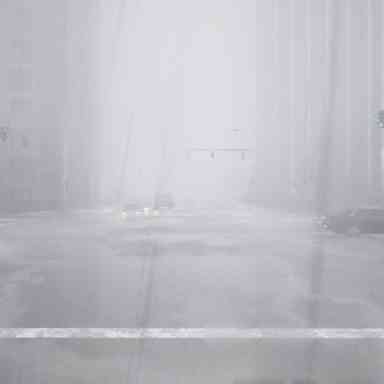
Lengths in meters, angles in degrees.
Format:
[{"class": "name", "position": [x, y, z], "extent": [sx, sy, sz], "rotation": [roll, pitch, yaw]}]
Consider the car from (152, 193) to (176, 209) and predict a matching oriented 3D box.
[{"class": "car", "position": [-3.644, 1.221, 44.346], "extent": [2.150, 2.045, 5.566], "rotation": [0, 0, 0]}]

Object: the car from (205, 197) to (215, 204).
[{"class": "car", "position": [3.433, 1.601, 65.003], "extent": [1.895, 1.301, 4.718], "rotation": [0, 0, 0]}]

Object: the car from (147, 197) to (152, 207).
[{"class": "car", "position": [-7.139, 1.491, 50.739], "extent": [2.128, 1.511, 4.902], "rotation": [0, 0, 0]}]

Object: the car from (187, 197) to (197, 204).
[{"class": "car", "position": [-0.067, 1.601, 65.539], "extent": [1.895, 1.301, 4.718], "rotation": [0, 0, 0]}]

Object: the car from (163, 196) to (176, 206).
[{"class": "car", "position": [-3.636, 1.477, 54.342], "extent": [1.882, 1.535, 5.008], "rotation": [0, 0, 0]}]

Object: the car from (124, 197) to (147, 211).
[{"class": "car", "position": [-7.141, 1.477, 41.252], "extent": [1.882, 1.535, 5.008], "rotation": [0, 0, 0]}]

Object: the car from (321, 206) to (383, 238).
[{"class": "car", "position": [9.219, 1.505, 17.037], "extent": [4.892, 1.490, 1.837], "rotation": [0, 0, -1]}]
